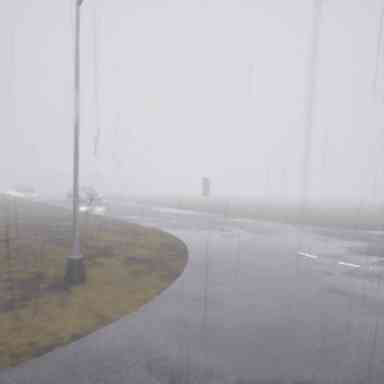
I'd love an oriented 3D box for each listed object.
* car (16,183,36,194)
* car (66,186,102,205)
[{"bbox_3d":[-24.581,-0.579,49.147,1.882,1.535,5.008,3,0,-39],"label":"car"},{"bbox_3d":[-10.165,0.220,31.276,2.097,1.767,4.553,3,1,-39],"label":"car"}]
